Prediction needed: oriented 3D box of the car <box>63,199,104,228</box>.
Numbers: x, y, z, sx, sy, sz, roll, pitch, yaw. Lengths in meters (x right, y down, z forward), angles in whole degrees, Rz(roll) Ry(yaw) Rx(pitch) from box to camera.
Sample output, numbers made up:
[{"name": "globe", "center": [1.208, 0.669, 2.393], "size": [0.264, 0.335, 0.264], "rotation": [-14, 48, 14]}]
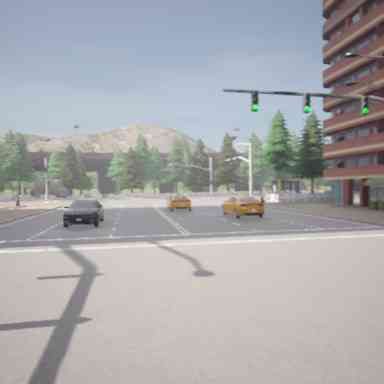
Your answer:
[{"name": "car", "center": [-6.588, 1.216, 20.525], "size": [1.882, 1.535, 5.008], "rotation": [-1, 1, -10]}]

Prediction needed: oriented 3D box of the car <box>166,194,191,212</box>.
[{"name": "car", "center": [-1.326, 0.963, 31.511], "size": [1.882, 1.535, 5.008], "rotation": [-1, 1, -10]}]

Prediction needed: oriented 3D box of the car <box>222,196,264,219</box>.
[{"name": "car", "center": [3.583, 1.019, 24.186], "size": [1.882, 1.535, 5.008], "rotation": [-1, 1, -10]}]
